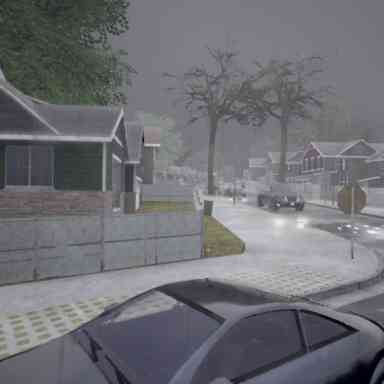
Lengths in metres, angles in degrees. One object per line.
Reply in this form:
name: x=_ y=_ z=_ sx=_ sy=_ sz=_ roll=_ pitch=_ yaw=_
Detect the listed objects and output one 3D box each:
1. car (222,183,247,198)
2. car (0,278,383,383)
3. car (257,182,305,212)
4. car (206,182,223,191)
car: x=5.203 y=-0.091 z=40.318 sx=1.812 sy=1.442 sz=4.674 roll=1 pitch=3 yaw=-5
car: x=0.024 y=1.572 z=2.886 sx=4.181 sy=1.385 sz=1.994 roll=0 pitch=0 yaw=-35
car: x=6.564 y=0.329 z=25.241 sx=2.150 sy=2.045 sz=5.566 roll=1 pitch=3 yaw=-5
car: x=3.632 y=-0.895 z=58.943 sx=2.033 sy=1.411 sz=5.357 roll=1 pitch=2 yaw=-5
